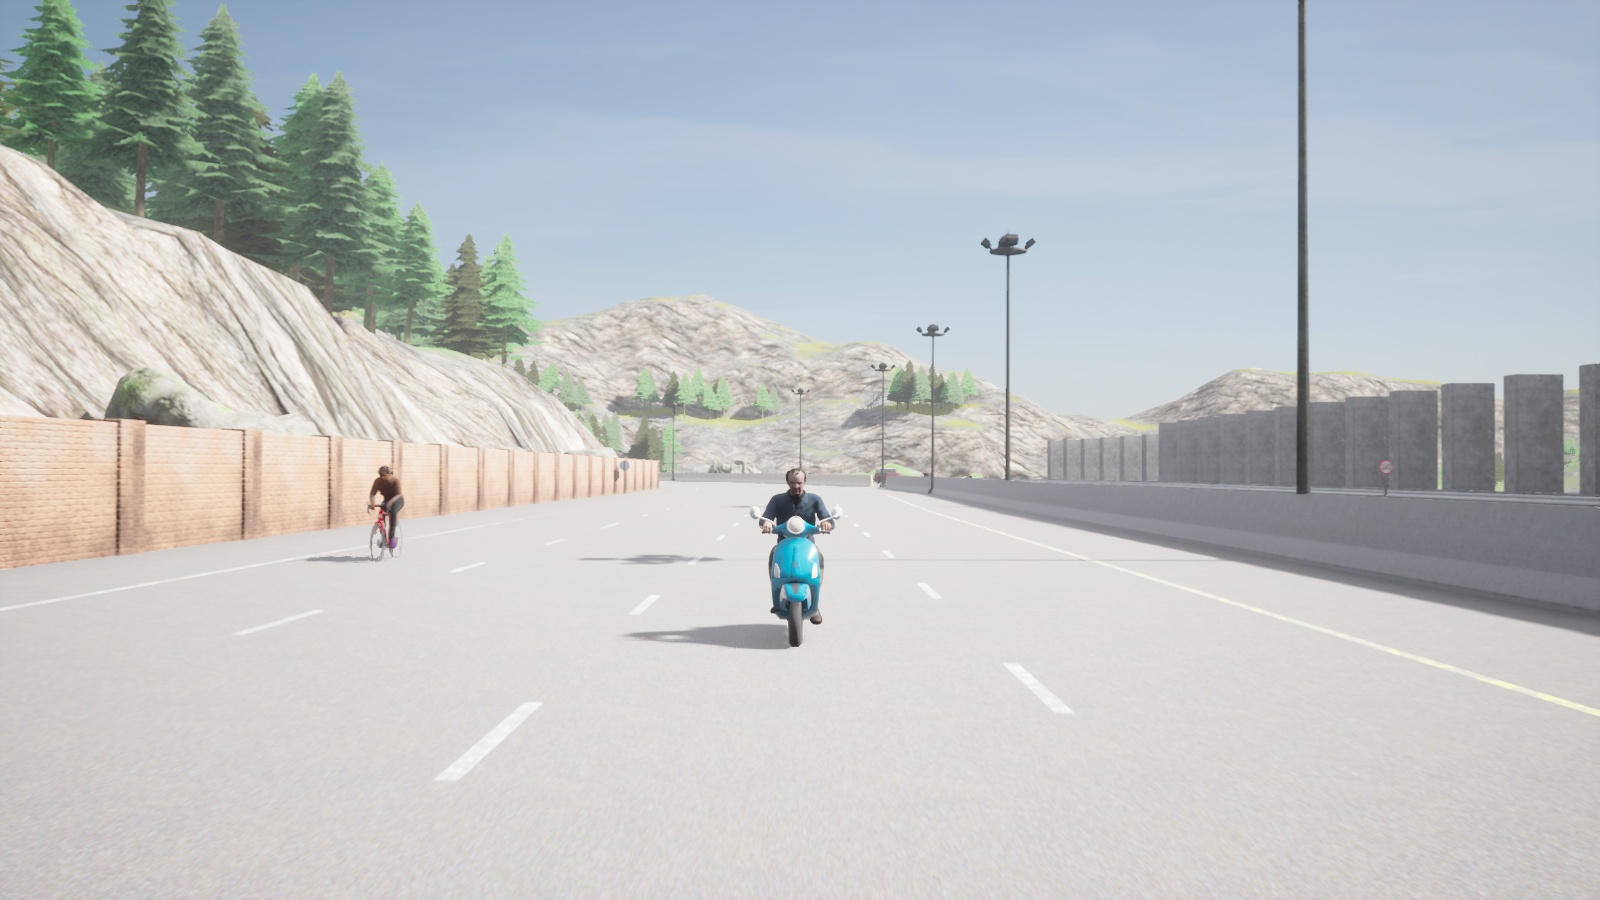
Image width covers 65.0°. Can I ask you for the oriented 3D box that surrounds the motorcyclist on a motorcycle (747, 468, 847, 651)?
[{"bbox_3d":[-0.031,0.966,11.829,0.866,1.590,1.817,0,-1,0],"label":"motorcyclist on a motorcycle"}]

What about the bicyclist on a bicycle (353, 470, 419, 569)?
[{"bbox_3d":[-7.057,1.155,21.456,0.582,1.620,1.656,0,-1,0],"label":"bicyclist on a bicycle"}]
